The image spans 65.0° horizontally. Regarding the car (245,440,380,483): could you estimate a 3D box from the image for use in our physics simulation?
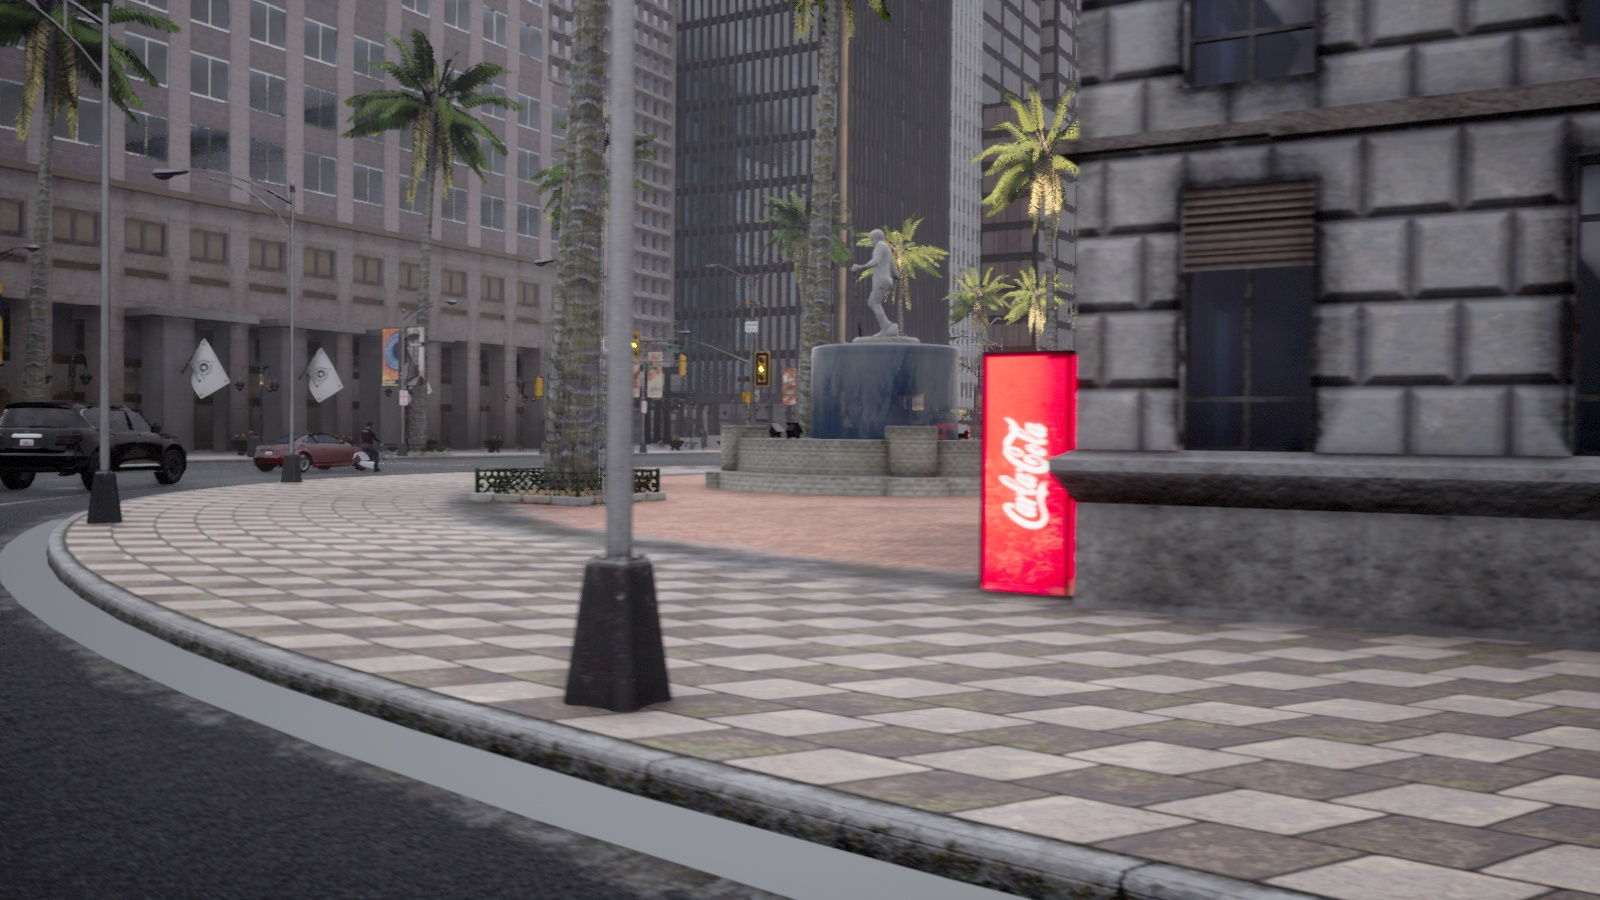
[{"bbox_3d":[-17.077,0.372,44.187,1.994,1.385,4.181,0,1,26],"label":"car"}]

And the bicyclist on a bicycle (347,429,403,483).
[{"bbox_3d":[-14.203,0.183,41.976,0.659,1.776,1.843,0,1,25],"label":"bicyclist on a bicycle"}]

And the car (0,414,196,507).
[{"bbox_3d":[-17.188,0.202,30.656,2.150,2.045,5.566,-1,1,0],"label":"car"}]
